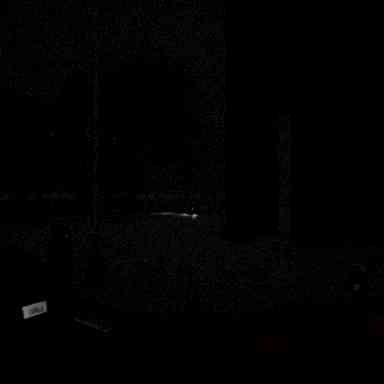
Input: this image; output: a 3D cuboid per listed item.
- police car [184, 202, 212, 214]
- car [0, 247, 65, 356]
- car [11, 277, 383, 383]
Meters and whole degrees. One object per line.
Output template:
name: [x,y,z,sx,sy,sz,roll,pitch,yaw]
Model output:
police car: [0.773,2.295,47.273,2.038,1.542,4.974,0,-1,36]
car: [-3.781,1.625,5.653,4.313,1.339,1.947,-1,0,36]
car: [0.833,1.550,2.360,4.507,1.381,1.887,-1,0,36]
